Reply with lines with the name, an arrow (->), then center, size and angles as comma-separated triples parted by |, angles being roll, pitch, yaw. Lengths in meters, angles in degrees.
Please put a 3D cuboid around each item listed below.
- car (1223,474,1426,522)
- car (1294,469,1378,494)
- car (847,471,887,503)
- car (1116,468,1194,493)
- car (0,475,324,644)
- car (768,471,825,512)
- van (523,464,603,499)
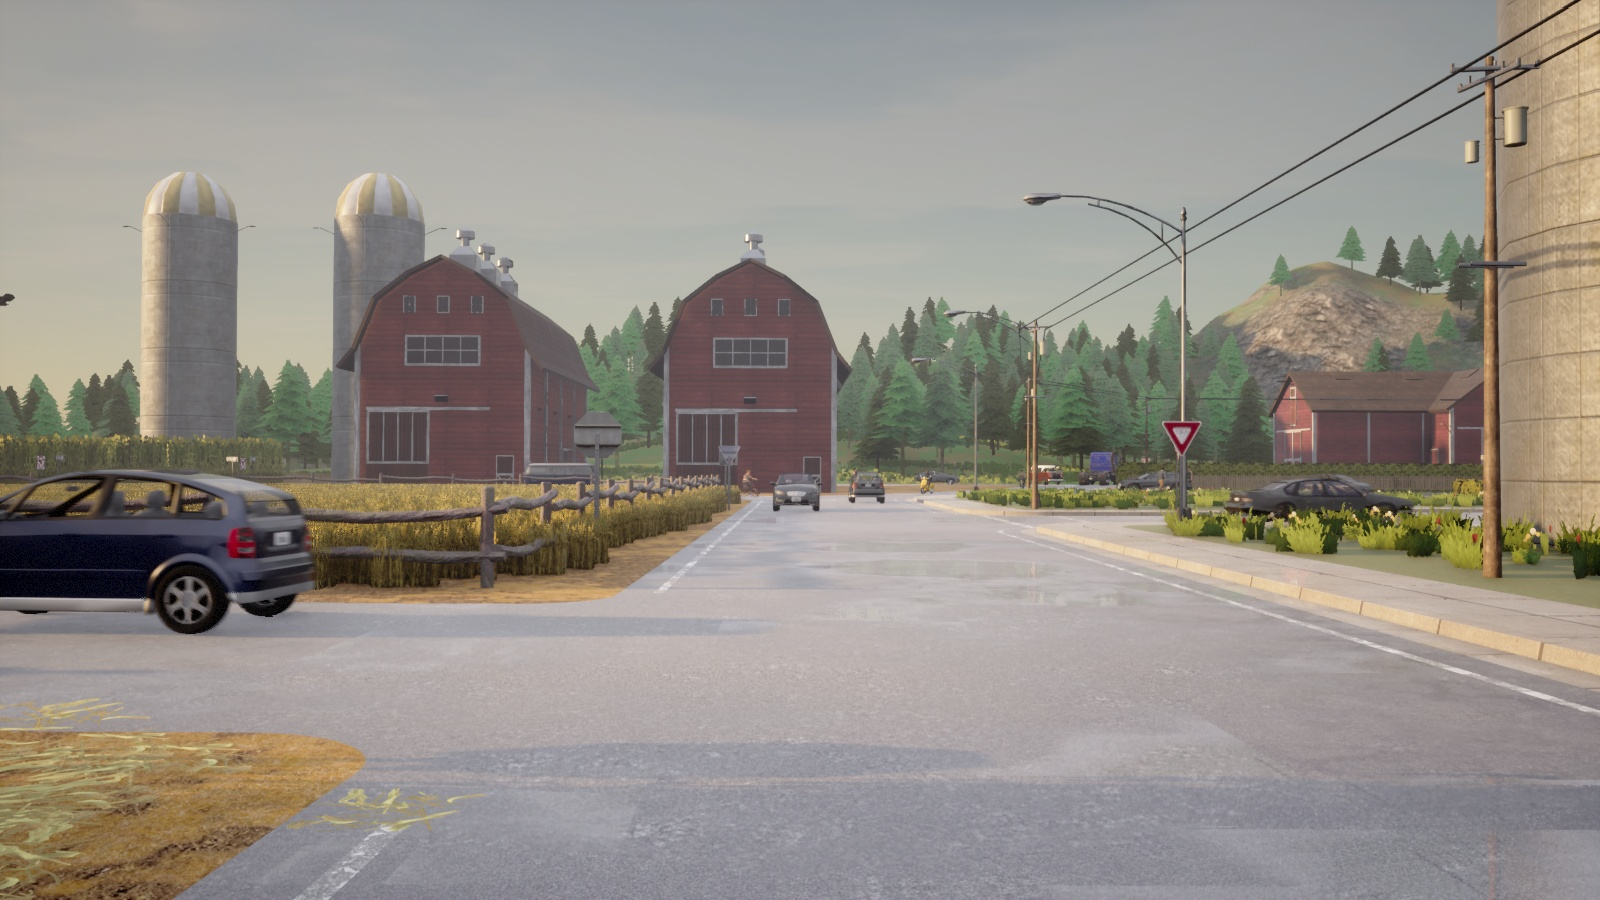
car -> 15.993, 1.443, 38.511 | 5.357, 1.411, 2.033 | 0, -1, -1
car -> 33.407, 1.940, 78.375 | 2.007, 1.525, 4.514 | 0, -1, -28
car -> 3.324, 1.831, 62.750 | 1.789, 1.549, 3.705 | 0, -1, 0
car -> 24.240, 2.085, 85.906 | 4.856, 1.649, 2.033 | 0, -1, 4
car -> -6.970, 1.032, 12.571 | 3.705, 1.549, 1.789 | 0, -1, 3
car -> -0.133, 1.606, 49.762 | 2.128, 1.511, 4.902 | 0, -1, 0
van -> -13.968, 1.870, 74.290 | 4.442, 1.987, 1.775 | 0, -1, -3
